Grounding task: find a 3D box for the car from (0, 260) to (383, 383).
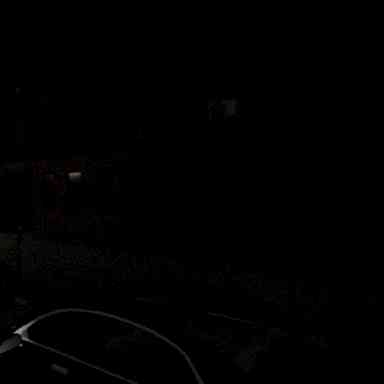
[{"bbox_3d":[-0.538,1.550,3.192,4.403,1.369,2.008,0,0,35],"label":"car"}]
